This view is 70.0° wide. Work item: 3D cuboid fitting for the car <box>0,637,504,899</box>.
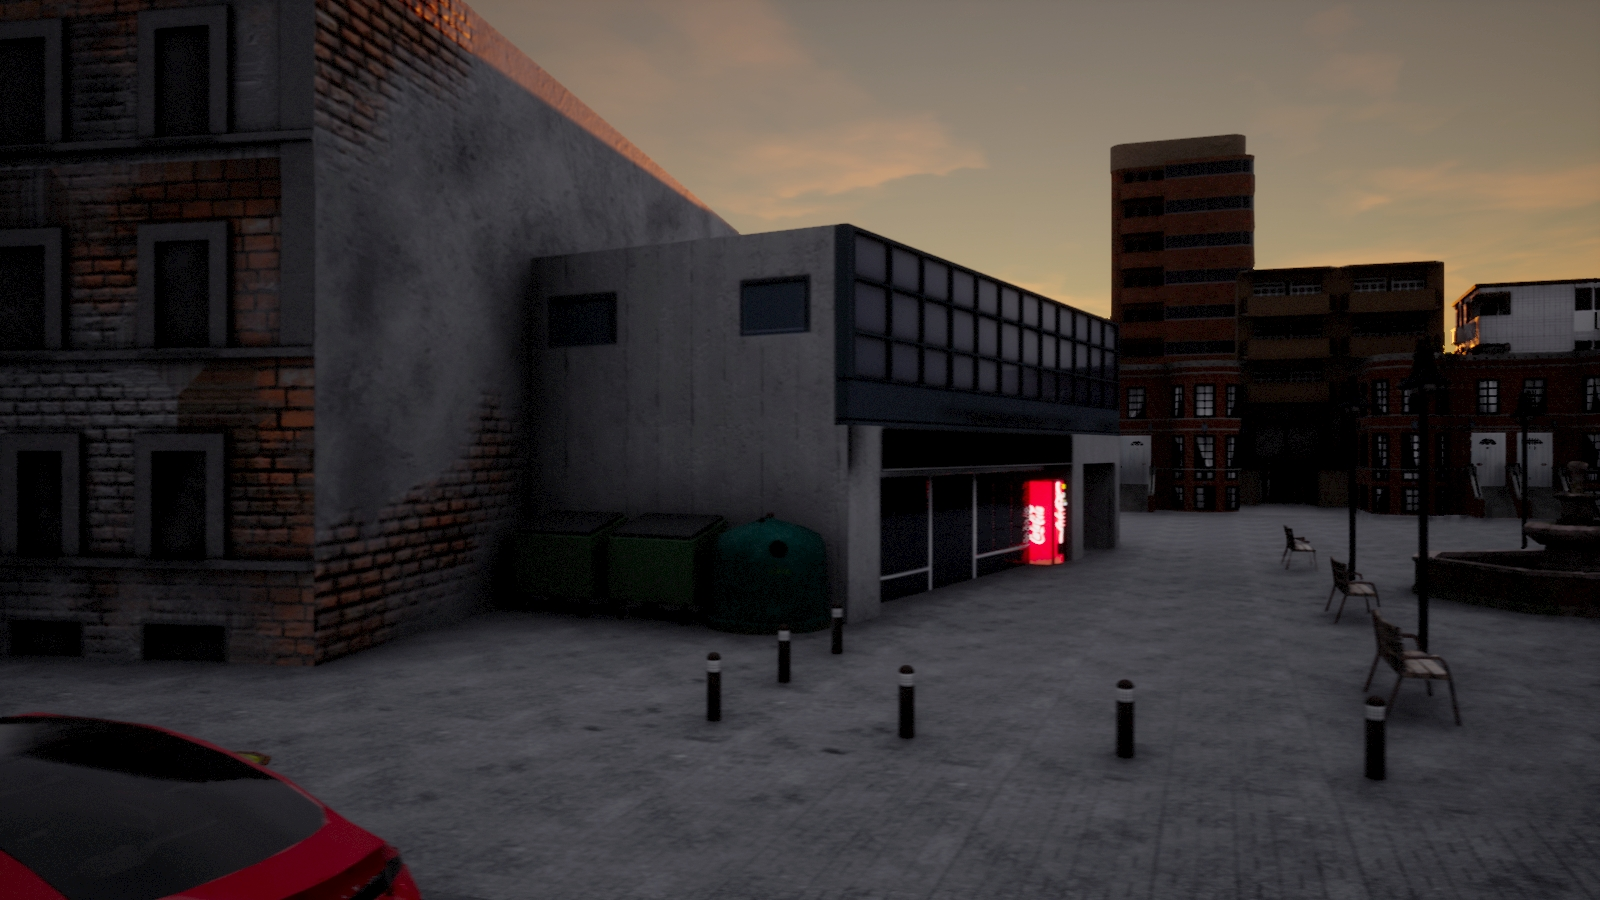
[{"bbox_3d":[-4.115,1.841,5.322,4.892,1.480,2.231,0,0,20],"label":"car"}]
